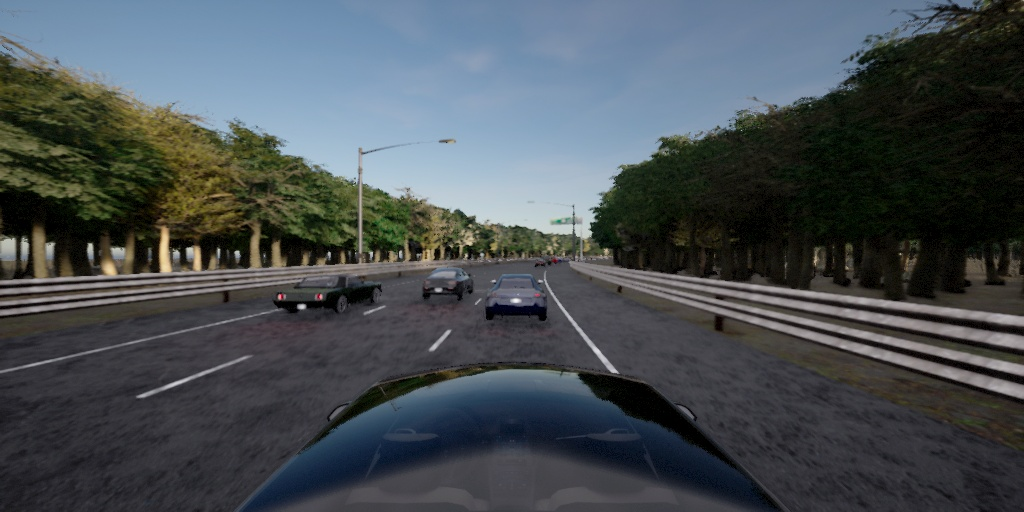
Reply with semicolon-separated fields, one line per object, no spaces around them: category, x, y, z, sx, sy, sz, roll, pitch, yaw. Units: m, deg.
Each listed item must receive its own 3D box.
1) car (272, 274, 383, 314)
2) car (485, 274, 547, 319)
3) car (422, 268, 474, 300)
car;-6.692;1.349;13.746;1.895;1.301;4.718;0;0;2
car;0.180;1.326;12.863;1.994;1.385;4.181;0;0;2
car;-3.051;1.286;17.634;1.812;1.442;4.674;0;0;2
